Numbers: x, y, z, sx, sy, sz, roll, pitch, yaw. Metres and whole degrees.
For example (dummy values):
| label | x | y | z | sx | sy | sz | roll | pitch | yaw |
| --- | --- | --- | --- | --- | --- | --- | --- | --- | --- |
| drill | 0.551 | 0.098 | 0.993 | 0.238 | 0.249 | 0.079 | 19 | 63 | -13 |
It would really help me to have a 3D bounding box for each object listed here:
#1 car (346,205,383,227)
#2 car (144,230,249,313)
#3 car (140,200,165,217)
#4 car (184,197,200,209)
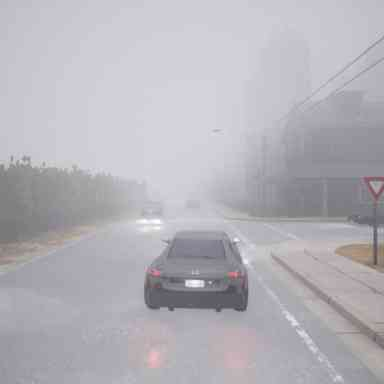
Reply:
| label | x | y | z | sx | sy | sz | roll | pitch | yaw |
| --- | --- | --- | --- | --- | --- | --- | --- | --- | --- |
| car | 13.188 | 1.520 | 21.907 | 5.357 | 1.411 | 2.033 | 0 | 0 | -1 |
| car | 0.197 | 1.564 | 7.796 | 1.994 | 1.385 | 4.181 | 0 | 0 | 4 |
| car | -3.568 | 1.492 | 30.762 | 2.128 | 1.511 | 4.902 | 0 | 0 | 0 |
| car | 0.022 | 1.477 | 44.270 | 1.882 | 1.535 | 5.008 | 0 | 0 | -3 |
